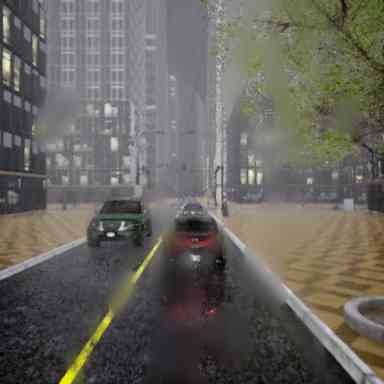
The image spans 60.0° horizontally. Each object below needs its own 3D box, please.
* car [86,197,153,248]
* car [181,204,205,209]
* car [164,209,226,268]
[{"bbox_3d":[-3.107,1.292,15.478,2.150,2.045,5.566,0,0,0],"label":"car"},{"bbox_3d":[0.083,1.679,27.908,2.033,1.411,5.357,0,0,0],"label":"car"},{"bbox_3d":[0.086,1.557,11.422,1.837,1.490,4.892,0,0,0],"label":"car"}]
